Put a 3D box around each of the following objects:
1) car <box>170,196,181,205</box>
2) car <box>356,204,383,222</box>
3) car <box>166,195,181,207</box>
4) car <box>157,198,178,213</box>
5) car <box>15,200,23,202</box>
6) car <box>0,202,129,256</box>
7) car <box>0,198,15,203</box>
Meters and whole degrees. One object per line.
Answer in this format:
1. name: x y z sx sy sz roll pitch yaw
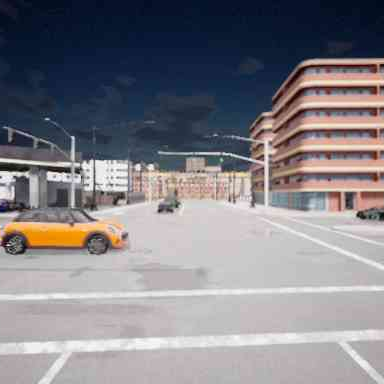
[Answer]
1. car: -3.346 1.767 68.204 2.097 1.767 4.553 0 0 -1
2. car: 16.178 1.734 28.048 4.181 1.385 1.994 0 0 0
3. car: -3.293 1.547 53.281 2.150 2.045 5.566 0 -1 0
4. car: -3.176 1.796 40.828 2.033 1.411 5.357 0 0 -1
5. car: -24.063 1.722 43.690 3.806 1.475 1.970 0 0 1
6. car: -4.823 1.415 13.098 4.553 1.767 2.097 0 0 0
7. car: -23.342 1.527 37.941 4.611 1.667 2.242 0 0 1
